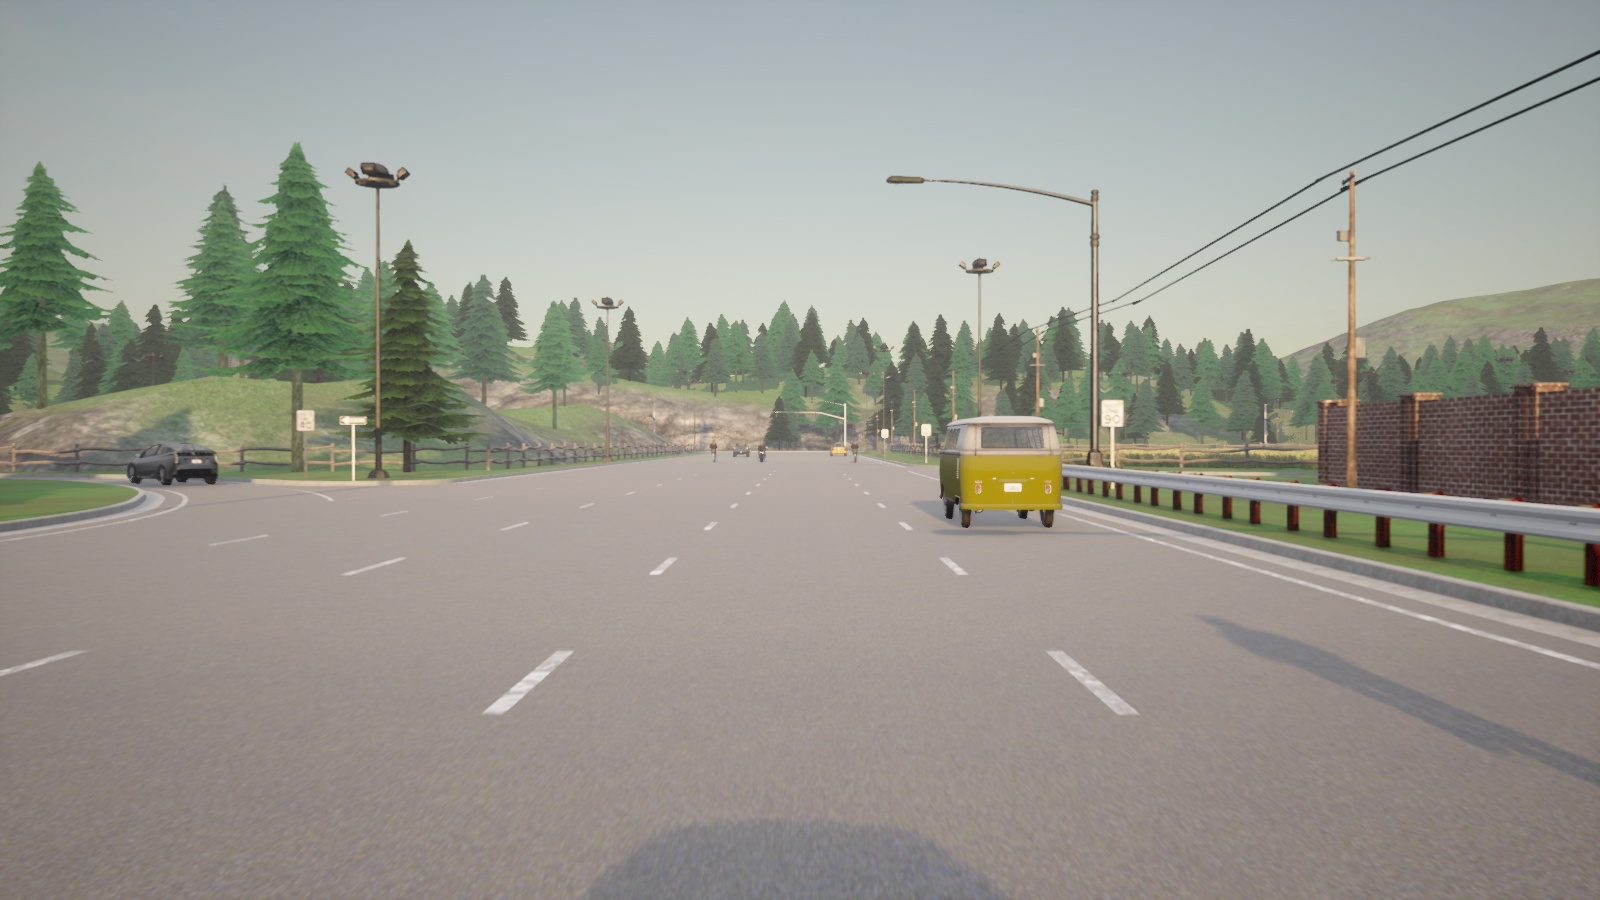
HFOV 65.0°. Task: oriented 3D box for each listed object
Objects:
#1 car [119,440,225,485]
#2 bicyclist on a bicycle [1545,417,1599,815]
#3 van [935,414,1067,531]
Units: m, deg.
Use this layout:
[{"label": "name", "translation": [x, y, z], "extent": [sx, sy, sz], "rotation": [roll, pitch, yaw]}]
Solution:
[{"label": "car", "translation": [-22.860, 0.417, 45.650], "extent": [4.514, 1.525, 2.007], "rotation": [0, 0, 43]}, {"label": "bicyclist on a bicycle", "translation": [3.542, 0.676, 4.655], "extent": [0.582, 1.620, 1.656], "rotation": [0, 0, 0]}, {"label": "van", "translation": [3.648, 0.370, 23.491], "extent": [1.775, 1.987, 4.442], "rotation": [0, 0, 0]}]
